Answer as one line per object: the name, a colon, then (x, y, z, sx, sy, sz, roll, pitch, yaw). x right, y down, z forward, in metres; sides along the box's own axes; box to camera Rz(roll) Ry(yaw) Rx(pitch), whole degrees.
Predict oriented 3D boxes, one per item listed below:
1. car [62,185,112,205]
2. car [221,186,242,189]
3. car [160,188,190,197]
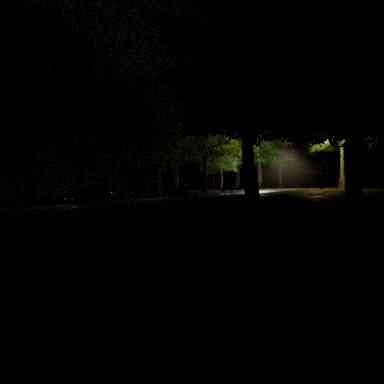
car: (-11.386, 0.247, 36.463, 2.150, 2.045, 5.566, -1, 2, 38)
car: (7.368, -0.865, 60.655, 2.033, 1.411, 5.357, -1, 2, 38)
car: (-2.425, 0.056, 48.086, 1.895, 1.301, 4.718, -1, 2, 38)
